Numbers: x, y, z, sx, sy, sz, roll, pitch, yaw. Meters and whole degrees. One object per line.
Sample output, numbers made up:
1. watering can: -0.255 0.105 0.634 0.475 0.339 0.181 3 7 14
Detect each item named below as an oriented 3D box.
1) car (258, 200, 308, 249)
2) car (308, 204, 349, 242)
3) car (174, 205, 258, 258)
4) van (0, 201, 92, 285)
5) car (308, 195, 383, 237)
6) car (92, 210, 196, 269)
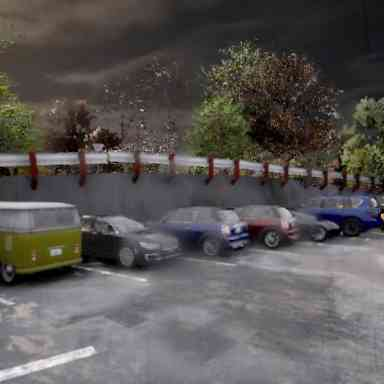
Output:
1. car: 2.349 1.354 14.656 4.553 1.767 2.185 -1 0 34
2. car: 4.813 1.507 16.410 4.792 1.488 2.163 -1 -1 35
3. car: -0.113 1.356 12.890 4.553 1.767 2.185 -1 0 35
4. van: -5.155 1.262 9.475 4.442 1.987 1.878 -1 0 34
5. car: 7.221 1.224 18.202 5.566 2.045 2.435 -1 0 34
6. car: -2.597 1.485 11.172 4.892 1.521 2.231 -1 -1 34
